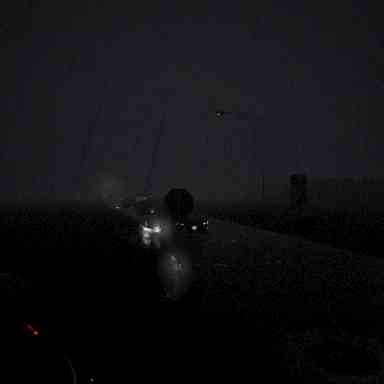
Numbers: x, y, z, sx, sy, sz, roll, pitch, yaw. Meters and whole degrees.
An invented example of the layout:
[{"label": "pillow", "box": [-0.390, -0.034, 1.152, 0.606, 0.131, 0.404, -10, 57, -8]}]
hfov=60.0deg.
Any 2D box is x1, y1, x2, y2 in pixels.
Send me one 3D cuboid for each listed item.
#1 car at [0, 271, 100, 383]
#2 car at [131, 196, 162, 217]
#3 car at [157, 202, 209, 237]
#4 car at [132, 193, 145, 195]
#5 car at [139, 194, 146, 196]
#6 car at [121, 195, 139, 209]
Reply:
[{"label": "car", "box": [-2.536, 1.334, 1.095, 4.553, 1.767, 2.097, 0, 0, -40]}, {"label": "car", "box": [-4.158, 1.468, 31.446, 2.128, 1.511, 4.902, -1, 0, -17]}, {"label": "car", "box": [-0.491, 1.488, 18.188, 1.837, 1.490, 4.892, -1, 0, -14]}, {"label": "car", "box": [-8.845, 1.167, 54.431, 2.150, 2.045, 5.566, -1, 0, -19]}, {"label": "car", "box": [-5.342, 1.433, 44.642, 2.128, 1.511, 4.902, -1, 0, -19]}, {"label": "car", "box": [-8.528, 1.524, 45.208, 2.033, 1.411, 5.357, -1, 0, -19]}]
